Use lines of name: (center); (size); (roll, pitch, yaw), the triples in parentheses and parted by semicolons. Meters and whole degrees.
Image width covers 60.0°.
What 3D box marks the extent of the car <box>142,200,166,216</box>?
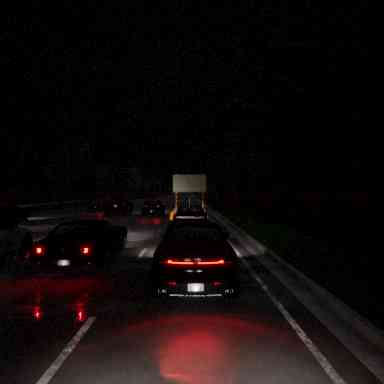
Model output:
car: (-3.635, 1.491, 32.129); (2.128, 1.511, 4.902); (0, 0, 0)

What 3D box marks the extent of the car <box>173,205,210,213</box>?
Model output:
car: (-0.052, 1.488, 18.912); (2.128, 1.511, 4.902); (0, 0, 1)

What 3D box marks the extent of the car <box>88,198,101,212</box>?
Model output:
car: (-10.694, 1.477, 39.006); (1.882, 1.535, 5.008); (0, 0, -1)

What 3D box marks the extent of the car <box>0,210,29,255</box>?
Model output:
car: (-6.962, 1.525, 10.718); (1.812, 1.442, 4.674); (0, 0, 0)

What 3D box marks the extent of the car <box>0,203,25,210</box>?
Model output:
car: (-10.502, 1.223, 15.701); (2.150, 2.045, 5.566); (0, 0, -1)

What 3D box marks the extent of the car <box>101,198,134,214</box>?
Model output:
car: (-7.145, 1.350, 33.050); (2.097, 1.767, 4.553); (0, 0, 0)

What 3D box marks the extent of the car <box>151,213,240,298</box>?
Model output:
car: (0.052, 1.505, 8.525); (1.837, 1.490, 4.892); (0, 0, 0)

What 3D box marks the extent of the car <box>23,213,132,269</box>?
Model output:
car: (-3.461, 1.600, 11.143); (1.895, 1.301, 4.718); (0, 0, 0)

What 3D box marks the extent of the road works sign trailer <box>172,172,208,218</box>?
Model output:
road works sign trailer: (-0.174, 0.464, 22.782); (2.380, 3.560, 2.880); (0, 0, -3)
